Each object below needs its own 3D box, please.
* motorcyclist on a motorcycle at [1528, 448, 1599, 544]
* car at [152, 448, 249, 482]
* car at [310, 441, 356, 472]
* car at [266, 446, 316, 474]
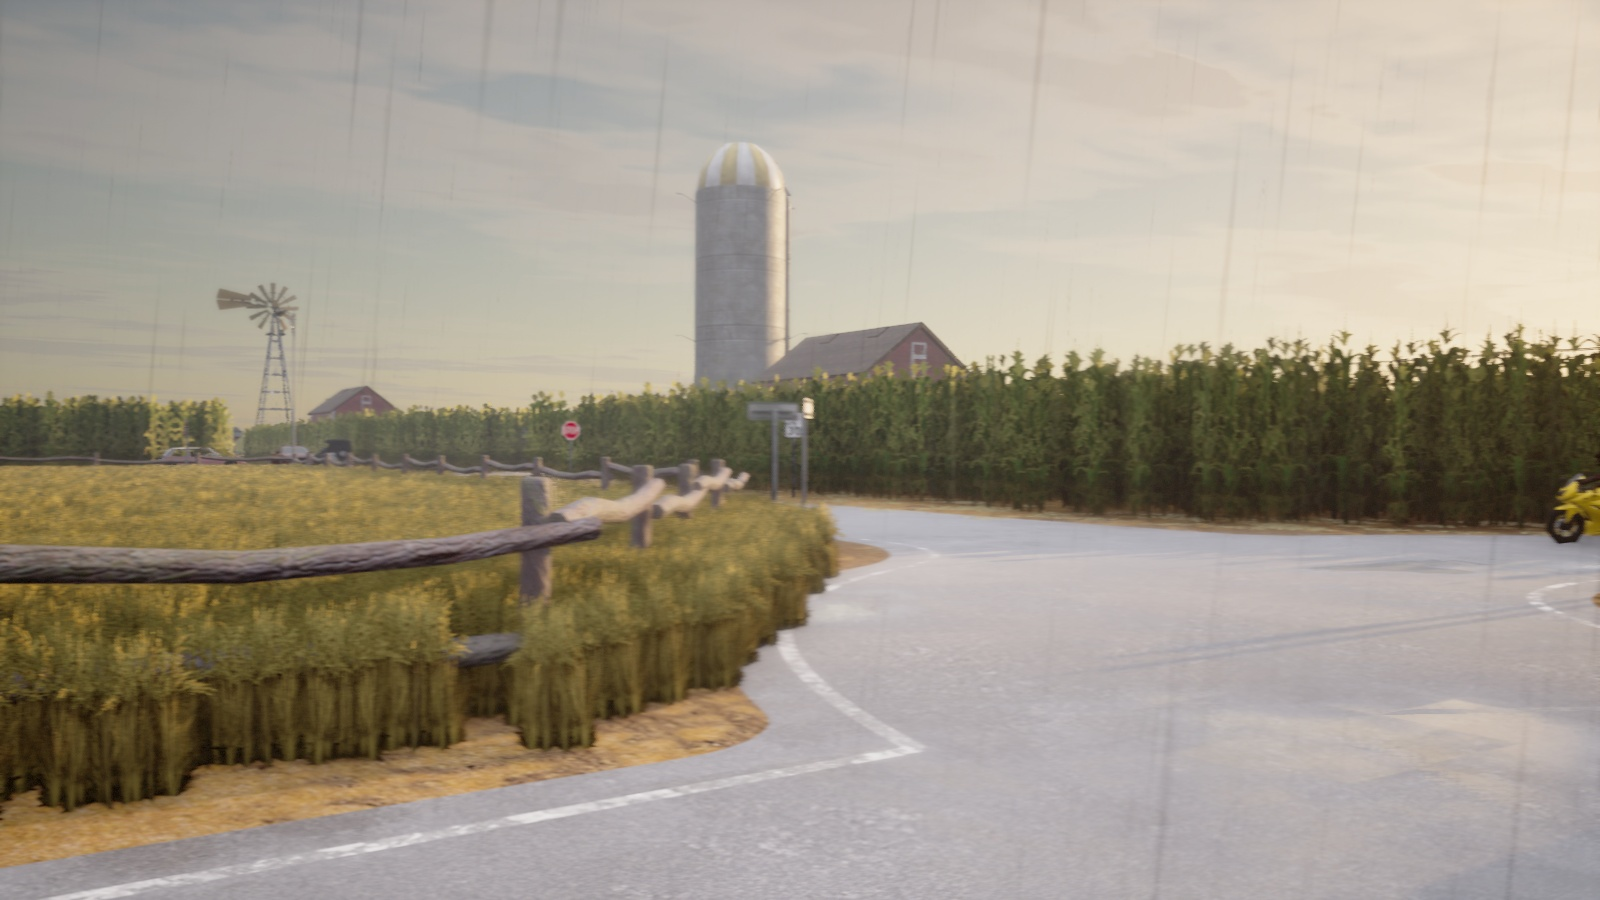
[{"bbox_3d":[13.084,0.731,20.374,2.044,1.523,0.797,0,1,10],"label":"motorcyclist on a motorcycle"},{"bbox_3d":[-27.598,0.673,57.861,3.806,1.475,1.970,-1,0,-32],"label":"car"},{"bbox_3d":[-29.036,0.380,78.045,1.905,1.878,3.866,0,0,-32],"label":"car"},{"bbox_3d":[-29.741,0.562,73.328,1.882,1.535,5.008,0,0,-32],"label":"car"}]
